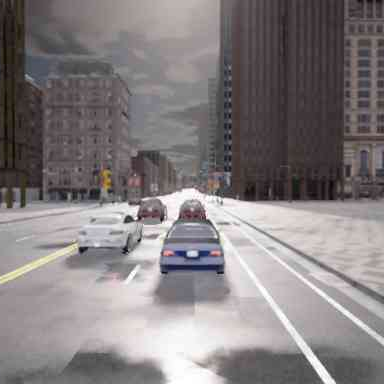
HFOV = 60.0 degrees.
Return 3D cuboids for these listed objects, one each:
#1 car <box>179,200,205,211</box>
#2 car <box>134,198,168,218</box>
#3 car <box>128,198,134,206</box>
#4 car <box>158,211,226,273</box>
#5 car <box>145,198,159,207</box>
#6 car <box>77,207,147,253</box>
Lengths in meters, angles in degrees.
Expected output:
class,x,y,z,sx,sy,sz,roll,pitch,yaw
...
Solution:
class,x,y,z,sx,sy,sz,roll,pitch,yaw
car,0.045,1.403,27.708,2.097,1.767,4.553,0,0,1
car,-3.205,1.403,27.702,2.097,1.767,4.553,0,0,1
car,-9.772,1.711,57.757,2.033,1.411,5.357,0,0,1
car,0.025,1.559,10.635,2.033,1.411,5.357,0,0,0
car,-6.547,1.676,54.956,1.812,1.442,4.674,0,0,0
car,-3.198,1.541,13.572,1.812,1.442,4.674,0,0,0
